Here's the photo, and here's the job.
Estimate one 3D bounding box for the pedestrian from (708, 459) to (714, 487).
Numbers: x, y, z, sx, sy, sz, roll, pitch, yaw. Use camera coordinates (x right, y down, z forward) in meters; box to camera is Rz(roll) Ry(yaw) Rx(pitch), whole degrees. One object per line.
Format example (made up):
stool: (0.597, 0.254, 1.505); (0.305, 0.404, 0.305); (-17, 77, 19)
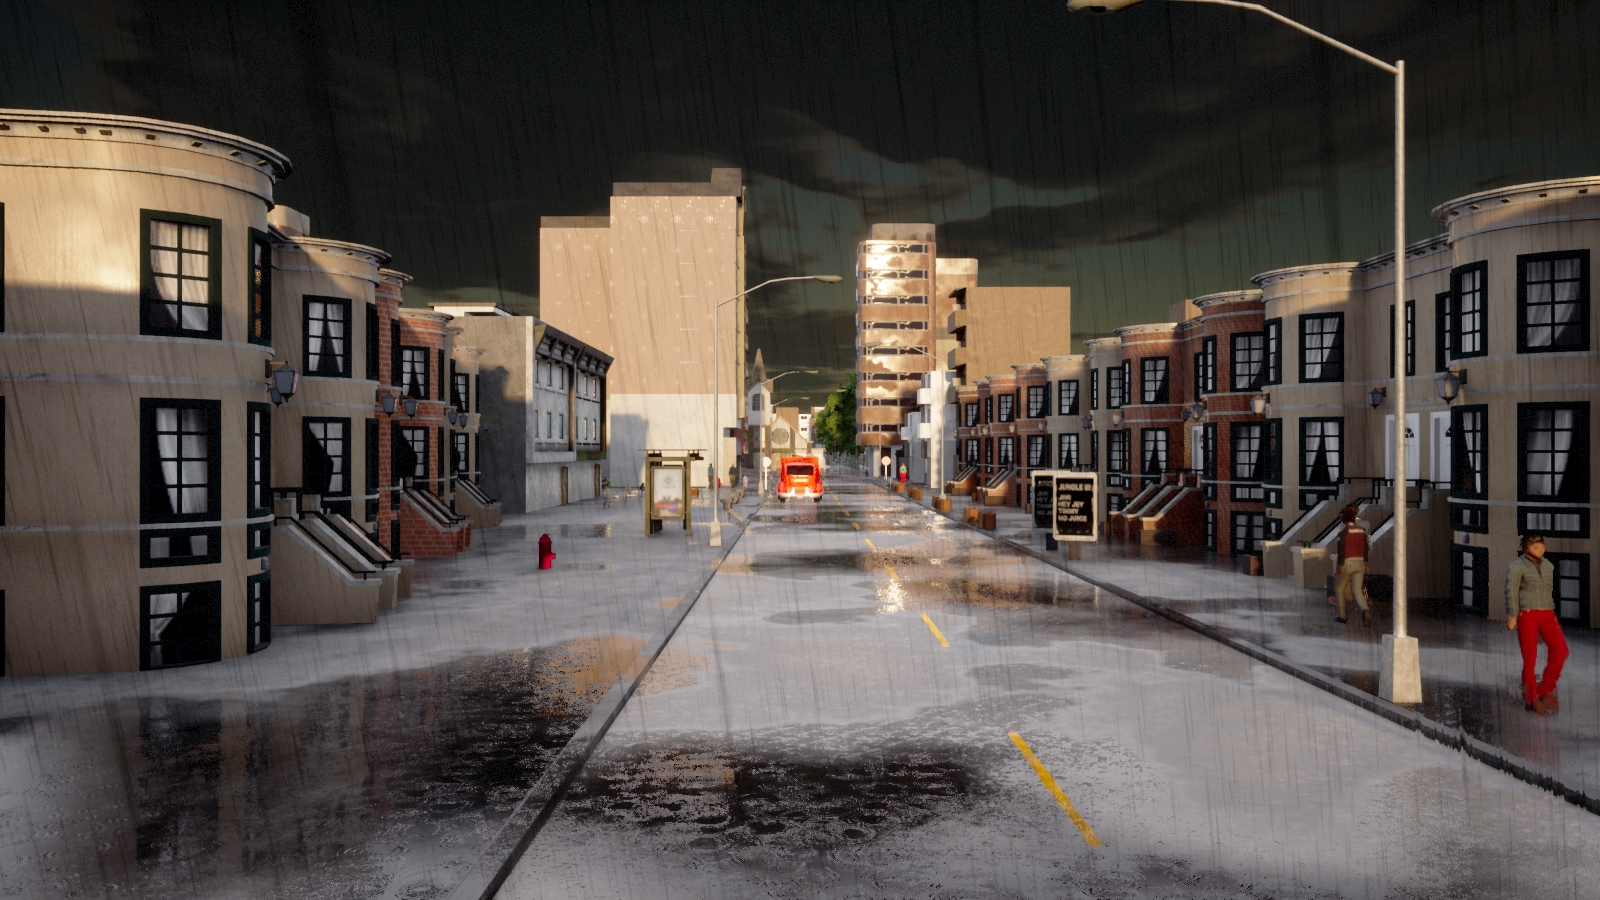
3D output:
pedestrian: (-6.067, 1.558, 77.763); (0.375, 1.860, 0.375); (0, 0, 2)

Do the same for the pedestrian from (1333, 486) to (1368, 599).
pedestrian: (9.211, 1.532, 19.125); (0.375, 1.860, 0.375); (0, 0, -6)

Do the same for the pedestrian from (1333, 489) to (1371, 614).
pedestrian: (8.405, 1.531, 17.397); (0.375, 1.860, 0.375); (0, 0, -4)

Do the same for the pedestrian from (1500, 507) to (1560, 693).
pedestrian: (7.520, 1.530, 11.778); (0.375, 1.860, 0.375); (0, 0, 0)

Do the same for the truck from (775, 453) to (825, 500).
truck: (0.001, 1.374, 61.897); (2.627, 2.467, 5.204); (0, 0, 0)

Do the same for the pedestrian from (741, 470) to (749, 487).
pedestrian: (-3.716, 1.936, 77.366); (0.500, 1.100, 0.500); (0, 0, -9)
